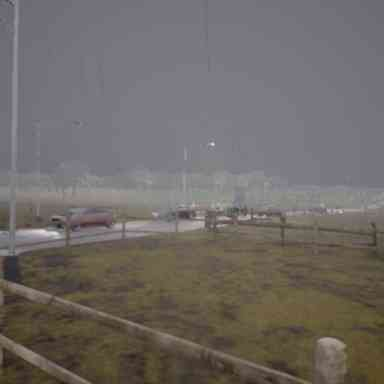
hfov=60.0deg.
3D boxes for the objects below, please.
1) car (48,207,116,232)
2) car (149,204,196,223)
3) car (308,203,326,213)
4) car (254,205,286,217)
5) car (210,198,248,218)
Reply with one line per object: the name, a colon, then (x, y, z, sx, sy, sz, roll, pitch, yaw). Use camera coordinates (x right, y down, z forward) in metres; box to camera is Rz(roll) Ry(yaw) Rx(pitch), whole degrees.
car: (-6.842, 1.630, 21.046, 1.994, 1.385, 4.181, 2, 0, 36)
car: (-1.573, 1.756, 28.508, 2.128, 1.511, 4.902, 2, 0, 35)
car: (21.055, 2.609, 55.512, 2.097, 1.767, 4.553, 2, -1, 37)
car: (9.457, 2.305, 39.052, 1.895, 1.301, 4.718, 2, 0, 35)
car: (4.159, 1.721, 36.622, 2.150, 2.045, 5.566, 2, 0, 35)
